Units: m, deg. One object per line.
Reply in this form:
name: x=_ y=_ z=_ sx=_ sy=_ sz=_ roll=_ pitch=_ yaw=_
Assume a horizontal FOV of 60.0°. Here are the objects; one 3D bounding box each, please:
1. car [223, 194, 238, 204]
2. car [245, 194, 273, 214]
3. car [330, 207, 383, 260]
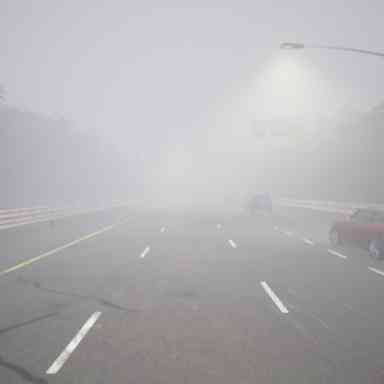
car: x=7.138 y=1.426 z=64.810 sx=1.882 sy=1.535 sz=5.008 roll=0 pitch=0 yaw=0
car: x=7.055 y=1.199 z=35.544 sx=2.150 sy=2.045 sz=5.566 roll=0 pitch=0 yaw=0
car: x=7.004 y=1.349 z=12.501 sx=2.097 sy=1.767 sz=4.553 roll=0 pitch=0 yaw=0
